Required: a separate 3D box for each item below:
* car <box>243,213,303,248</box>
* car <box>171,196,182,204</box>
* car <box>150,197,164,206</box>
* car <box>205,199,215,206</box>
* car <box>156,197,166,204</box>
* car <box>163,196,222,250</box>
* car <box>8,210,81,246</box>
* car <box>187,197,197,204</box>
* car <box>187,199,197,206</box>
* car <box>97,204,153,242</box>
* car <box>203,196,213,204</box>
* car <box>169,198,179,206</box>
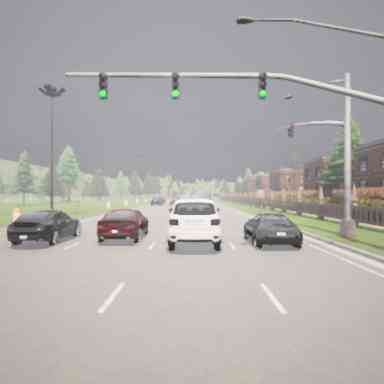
[{"bbox_3d":[3.602,1.676,15.398,1.994,1.385,4.181,0,0,0],"label":"car"},{"bbox_3d":[-3.488,1.733,75.514,2.097,1.767,4.553,0,0,0],"label":"car"},{"bbox_3d":[-6.989,1.826,65.510,2.097,1.767,4.553,0,0,0],"label":"car"},{"bbox_3d":[3.511,2.075,65.567,1.895,1.301,4.718,0,0,0],"label":"car"},{"bbox_3d":[-6.988,1.879,75.543,1.837,1.490,4.892,0,0,0],"label":"car"},{"bbox_3d":[0.103,1.331,15.118,2.150,2.045,5.566,0,0,0],"label":"car"},{"bbox_3d":[-6.897,1.621,16.038,1.837,1.490,4.892,0,0,0],"label":"car"},{"bbox_3d":[0.012,1.918,75.542,2.033,1.411,5.357,0,0,0],"label":"car"},{"bbox_3d":[0.011,2.018,65.121,2.033,1.411,5.357,0,0,0],"label":"car"},{"bbox_3d":[-3.396,1.602,17.052,1.882,1.535,5.008,0,0,0],"label":"car"},{"bbox_3d":[3.512,1.733,75.513,2.097,1.767,4.553,0,0,0],"label":"car"},{"bbox_3d":[-3.489,1.999,65.538,1.812,1.442,4.674,0,0,0],"label":"car"}]
